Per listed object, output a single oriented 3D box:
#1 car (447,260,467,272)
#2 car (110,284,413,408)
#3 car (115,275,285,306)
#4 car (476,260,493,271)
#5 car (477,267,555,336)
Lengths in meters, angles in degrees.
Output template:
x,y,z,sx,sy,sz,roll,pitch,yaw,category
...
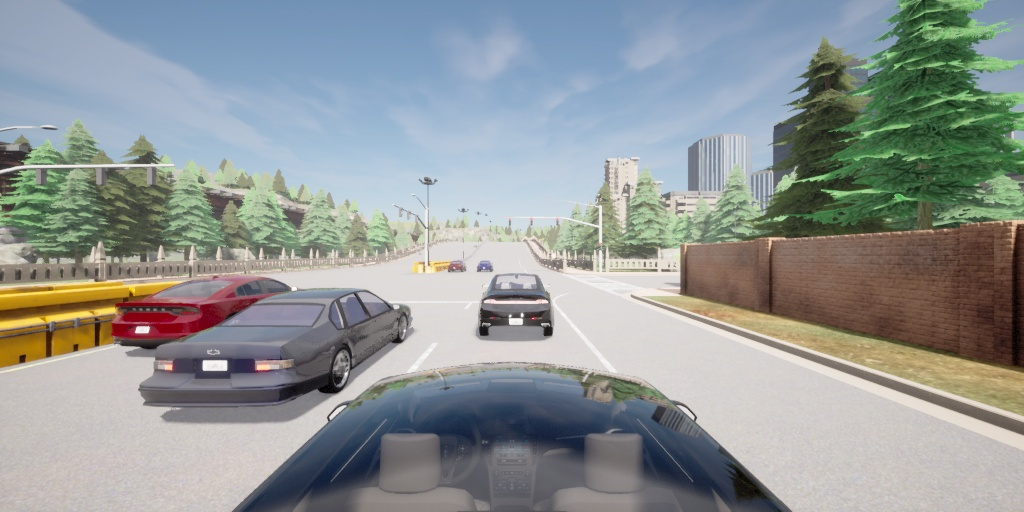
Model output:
x,y,z,sx,sy,sz,roll,pitch,yaw,category
-6.887,1.276,45.285,1.812,1.442,4.674,0,0,0,car
-3.398,1.297,6.607,2.033,1.411,5.357,0,0,0,car
-6.898,1.228,9.171,1.882,1.535,5.008,0,0,0,car
-3.391,1.276,45.697,1.812,1.442,4.674,0,0,0,car
0.130,1.242,10.353,2.128,1.511,4.902,0,0,1,car
